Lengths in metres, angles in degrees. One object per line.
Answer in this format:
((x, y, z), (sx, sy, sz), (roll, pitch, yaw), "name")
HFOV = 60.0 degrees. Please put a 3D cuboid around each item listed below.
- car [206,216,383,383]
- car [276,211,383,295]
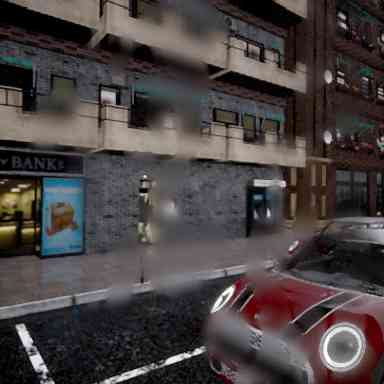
((2.385, 1.360, 4.653), (4.553, 1.767, 2.097), (0, 0, -36), "car")
((4.490, 1.457, 9.295), (4.097, 1.590, 1.967), (0, 1, -36), "car")
